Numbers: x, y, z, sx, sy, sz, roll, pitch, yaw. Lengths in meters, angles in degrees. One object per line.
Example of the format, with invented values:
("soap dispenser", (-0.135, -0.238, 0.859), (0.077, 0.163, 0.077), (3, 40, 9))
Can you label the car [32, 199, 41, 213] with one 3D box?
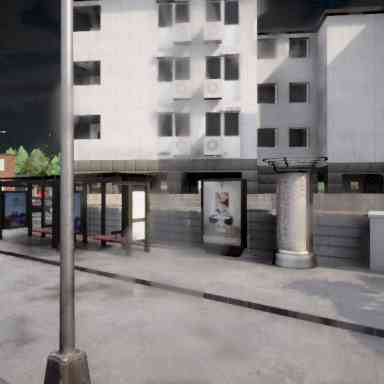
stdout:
("car", (-16.147, 1.505, 34.085), (1.837, 1.490, 4.892), (0, 0, 35))
